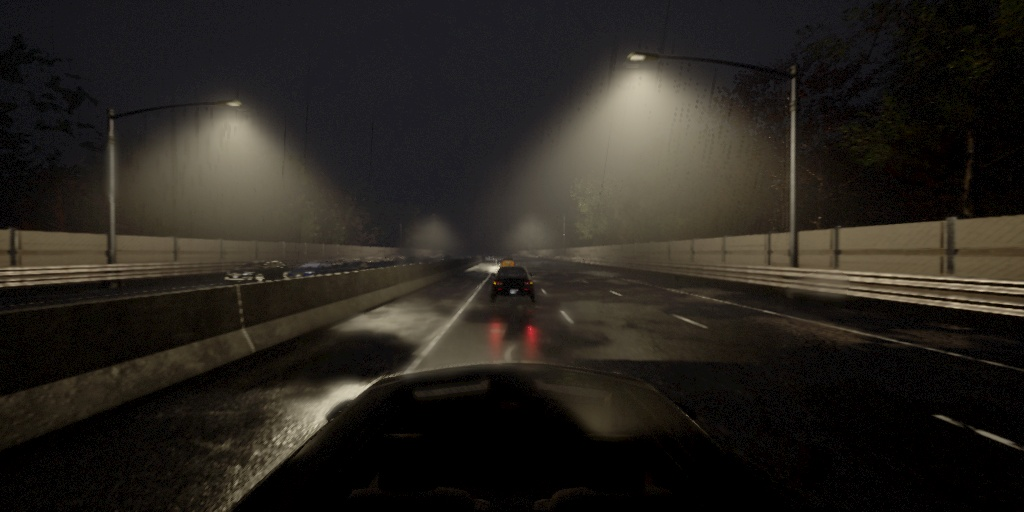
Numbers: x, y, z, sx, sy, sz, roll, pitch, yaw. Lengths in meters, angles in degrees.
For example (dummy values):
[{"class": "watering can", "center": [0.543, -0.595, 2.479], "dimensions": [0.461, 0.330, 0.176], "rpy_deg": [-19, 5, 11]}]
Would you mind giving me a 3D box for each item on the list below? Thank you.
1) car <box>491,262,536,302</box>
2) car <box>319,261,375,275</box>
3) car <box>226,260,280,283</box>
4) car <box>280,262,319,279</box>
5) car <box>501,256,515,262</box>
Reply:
[{"class": "car", "center": [0.035, 1.159, 15.980], "dimensions": [1.812, 1.442, 4.674], "rpy_deg": [0, 0, 0]}, {"class": "car", "center": [-10.741, 1.096, 24.272], "dimensions": [1.812, 1.442, 4.674], "rpy_deg": [0, 0, -1]}, {"class": "car", "center": [-17.755, 1.069, 25.396], "dimensions": [1.837, 1.490, 4.892], "rpy_deg": [0, 0, -1]}, {"class": "car", "center": [-14.258, 1.123, 25.866], "dimensions": [1.994, 1.385, 4.181], "rpy_deg": [0, 0, -1]}, {"class": "car", "center": [-0.528, 0.826, 48.044], "dimensions": [1.801, 1.575, 5.366], "rpy_deg": [0, 0, -1]}]
